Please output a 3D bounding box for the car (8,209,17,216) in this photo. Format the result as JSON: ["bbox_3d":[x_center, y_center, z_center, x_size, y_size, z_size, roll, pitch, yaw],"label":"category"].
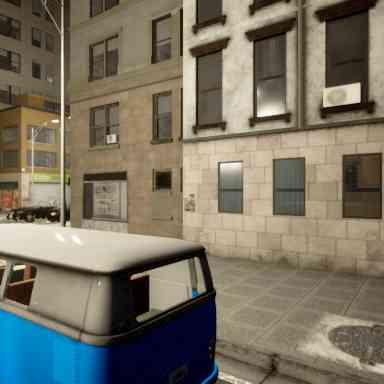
[{"bbox_3d":[-6.173,1.315,7.068,5.009,1.841,2.192,0,0,35],"label":"car"}]

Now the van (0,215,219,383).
[{"bbox_3d":[-1.636,1.341,3.938,3.998,1.788,1.690,0,0,35],"label":"van"}]

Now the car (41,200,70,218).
[{"bbox_3d":[-8.501,1.489,24.692,1.994,1.385,4.181,0,0,35],"label":"car"}]

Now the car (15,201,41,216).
[{"bbox_3d":[-11.465,1.418,25.588,2.128,1.511,4.902,0,0,35],"label":"car"}]
